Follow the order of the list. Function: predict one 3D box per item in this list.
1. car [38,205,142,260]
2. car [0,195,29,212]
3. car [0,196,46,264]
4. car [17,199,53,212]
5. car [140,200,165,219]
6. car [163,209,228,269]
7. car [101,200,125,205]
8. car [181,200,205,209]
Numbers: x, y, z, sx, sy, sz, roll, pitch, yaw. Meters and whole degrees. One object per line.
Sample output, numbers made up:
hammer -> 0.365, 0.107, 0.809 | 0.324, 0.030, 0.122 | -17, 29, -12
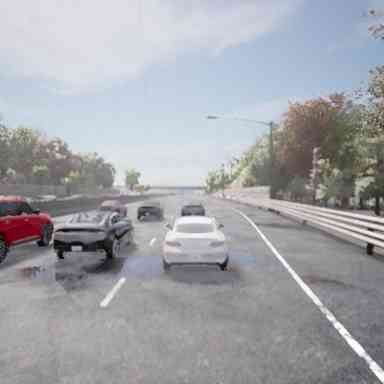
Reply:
car -> -3.404, 1.456, 12.264 | 2.128, 1.511, 4.902 | 0, 0, 0
car -> -21.076, 1.258, 38.524 | 2.097, 1.767, 4.553 | 0, 0, 0
car -> -6.903, 1.189, 11.675 | 2.150, 2.045, 5.566 | 0, 0, 0
car -> -17.583, 1.509, 37.489 | 1.895, 1.301, 4.718 | 0, 0, 0
car -> -3.399, 1.434, 27.909 | 1.837, 1.490, 4.892 | 0, 0, 0
car -> 0.093, 1.495, 10.868 | 1.812, 1.442, 4.674 | 0, 0, 0
car -> -6.897, 1.452, 28.894 | 1.812, 1.442, 4.674 | 0, 0, 0
car -> 0.101, 1.421, 27.876 | 2.128, 1.511, 4.902 | 0, 0, 0
